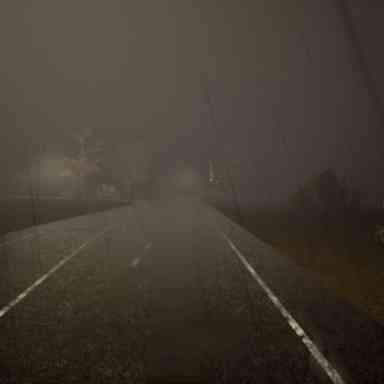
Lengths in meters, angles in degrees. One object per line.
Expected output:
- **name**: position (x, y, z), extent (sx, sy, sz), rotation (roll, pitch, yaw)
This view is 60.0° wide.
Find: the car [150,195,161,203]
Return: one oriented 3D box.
- **car**: position (-7.381, 1.386, 67.447), extent (2.128, 1.511, 4.902), rotation (-1, 2, 0)
